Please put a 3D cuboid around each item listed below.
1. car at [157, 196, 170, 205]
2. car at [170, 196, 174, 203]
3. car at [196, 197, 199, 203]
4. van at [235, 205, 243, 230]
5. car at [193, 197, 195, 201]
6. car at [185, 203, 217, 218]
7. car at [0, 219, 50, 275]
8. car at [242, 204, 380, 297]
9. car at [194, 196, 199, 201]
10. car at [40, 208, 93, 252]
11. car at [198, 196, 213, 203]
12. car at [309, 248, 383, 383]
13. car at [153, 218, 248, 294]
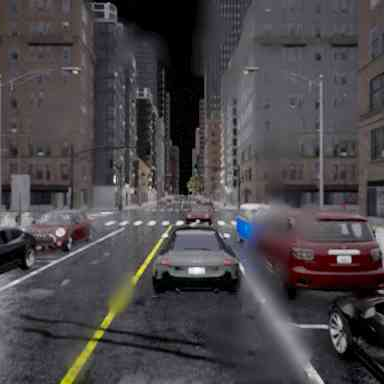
[{"bbox_3d":[-6.141,1.893,69.188,1.967,1.590,4.097,0,0,-1],"label":"car"},{"bbox_3d":[-6.501,1.905,86.150,2.192,1.841,5.009,0,-1,-1],"label":"car"},{"bbox_3d":[2.382,2.035,69.359,1.802,1.307,4.206,0,0,-1],"label":"car"},{"bbox_3d":[2.870,1.427,14.164,1.690,1.788,3.998,0,0,0],"label":"van"},{"bbox_3d":[2.022,2.135,86.315,1.887,1.381,4.507,0,-1,-1],"label":"car"},{"bbox_3d":[0.790,1.750,25.397,1.895,1.301,4.718,0,0,9],"label":"car"},{"bbox_3d":[-5.661,1.619,8.640,1.947,1.339,4.313,0,0,0],"label":"car"},{"bbox_3d":[2.866,1.367,8.641,2.192,1.841,5.009,0,0,0],"label":"car"},{"bbox_3d":[2.143,2.121,80.662,1.802,1.307,4.206,0,-1,-1],"label":"car"},{"bbox_3d":[-5.656,1.526,14.165,1.967,1.590,4.097,0,0,0],"label":"car"},{"bbox_3d":[2.621,1.814,58.053,1.967,1.590,4.097,0,0,-1],"label":"car"},{"bbox_3d":[2.861,1.585,3.115,1.947,1.339,4.313,0,0,0],"label":"car"},{"bbox_3d":[0.106,1.619,8.938,1.994,1.385,4.181,0,0,0],"label":"car"}]
